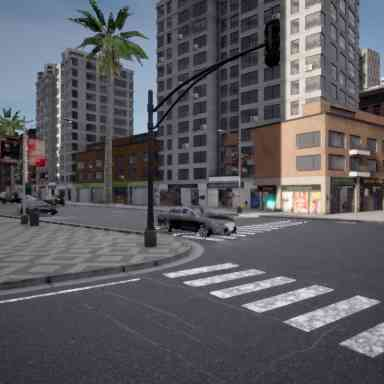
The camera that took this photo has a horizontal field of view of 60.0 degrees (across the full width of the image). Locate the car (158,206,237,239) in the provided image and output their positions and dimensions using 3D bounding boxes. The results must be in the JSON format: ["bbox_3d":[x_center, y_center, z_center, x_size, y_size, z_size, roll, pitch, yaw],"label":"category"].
[{"bbox_3d":[0.175,1.494,17.674,2.128,1.511,4.902,0,0,-44],"label":"car"}]

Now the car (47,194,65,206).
[{"bbox_3d":[-21.153,1.184,50.435,4.553,1.767,2.097,0,0,45],"label":"car"}]

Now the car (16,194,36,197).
[{"bbox_3d":[-23.145,1.361,47.837,4.674,1.442,1.812,0,0,45],"label":"car"}]

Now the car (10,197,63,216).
[{"bbox_3d":[-14.354,1.473,30.629,5.357,1.411,2.033,0,0,41],"label":"car"}]

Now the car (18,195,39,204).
[{"bbox_3d":[-28.193,1.270,57.321,1.837,1.490,4.892,0,0,-44],"label":"car"}]

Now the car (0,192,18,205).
[{"bbox_3d":[-30.234,0.991,54.759,2.150,2.045,5.566,0,0,-44],"label":"car"}]
